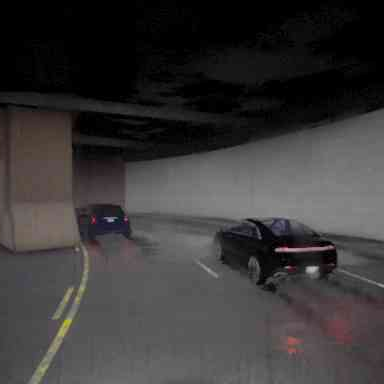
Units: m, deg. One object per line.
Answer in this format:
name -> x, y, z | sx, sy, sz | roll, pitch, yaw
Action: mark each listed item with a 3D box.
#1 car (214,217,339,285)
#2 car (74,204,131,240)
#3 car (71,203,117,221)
car -> 2.040, 1.471, 9.541 | 2.128, 1.511, 4.902 | 0, 0, -13
car -> -4.852, 1.400, 17.857 | 2.097, 1.767, 4.553 | -1, 0, -27
car -> -8.697, 1.687, 29.222 | 1.895, 1.301, 4.718 | -1, 0, -43
